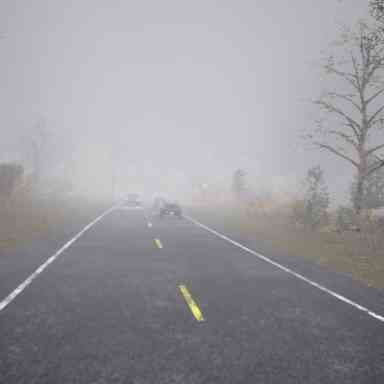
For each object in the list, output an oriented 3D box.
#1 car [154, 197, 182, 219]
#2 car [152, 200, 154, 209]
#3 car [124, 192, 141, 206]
[{"bbox_3d":[-1.935,1.372,28.221,1.837,1.490,4.892,3,0,-9],"label":"car"},{"bbox_3d":[-3.894,1.321,40.406,2.033,1.411,5.357,3,0,-7],"label":"car"},{"bbox_3d":[-7.881,0.930,44.249,2.097,1.767,4.553,3,0,-8],"label":"car"}]
